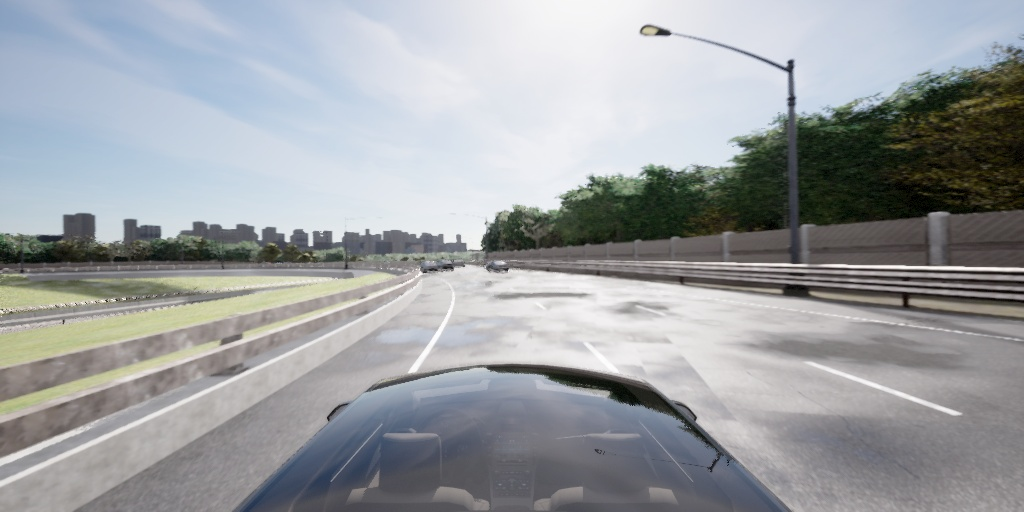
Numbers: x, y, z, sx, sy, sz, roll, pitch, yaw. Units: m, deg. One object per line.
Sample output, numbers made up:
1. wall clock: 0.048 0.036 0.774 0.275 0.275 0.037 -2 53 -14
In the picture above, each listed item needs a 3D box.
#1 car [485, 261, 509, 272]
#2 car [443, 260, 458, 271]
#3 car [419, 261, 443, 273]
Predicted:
1. car: -1.975 1.342 46.255 2.033 1.411 5.357 -1 0 -21
2. car: -10.444 1.477 54.807 1.837 1.490 4.892 0 0 -30
3. car: -11.836 1.549 50.267 2.033 1.411 5.357 -1 0 -28
